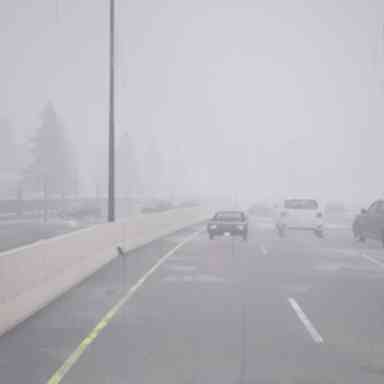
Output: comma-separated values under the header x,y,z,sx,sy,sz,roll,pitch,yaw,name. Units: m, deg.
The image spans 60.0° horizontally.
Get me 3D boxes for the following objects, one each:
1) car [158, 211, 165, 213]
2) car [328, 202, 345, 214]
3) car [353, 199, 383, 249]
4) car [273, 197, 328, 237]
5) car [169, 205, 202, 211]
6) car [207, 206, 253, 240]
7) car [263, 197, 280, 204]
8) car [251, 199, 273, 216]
x,y,z,sx,sy,sz,roll,pitch,yaw,name
-3.706,1.611,36.083,2.033,1.411,5.357,0,0,21,car
16.269,1.741,37.774,1.895,1.301,4.718,0,0,26,car
8.400,1.281,13.475,2.150,2.045,5.566,0,0,9,car
5.865,1.283,18.679,2.150,2.045,5.566,0,0,12,car
-0.352,1.637,34.912,1.994,1.385,4.181,0,0,21,car
2.030,1.646,17.396,1.895,1.301,4.718,0,0,11,car
16.979,1.735,71.067,1.994,1.385,4.181,0,0,36,car
7.101,1.625,34.324,1.812,1.442,4.674,0,0,21,car
